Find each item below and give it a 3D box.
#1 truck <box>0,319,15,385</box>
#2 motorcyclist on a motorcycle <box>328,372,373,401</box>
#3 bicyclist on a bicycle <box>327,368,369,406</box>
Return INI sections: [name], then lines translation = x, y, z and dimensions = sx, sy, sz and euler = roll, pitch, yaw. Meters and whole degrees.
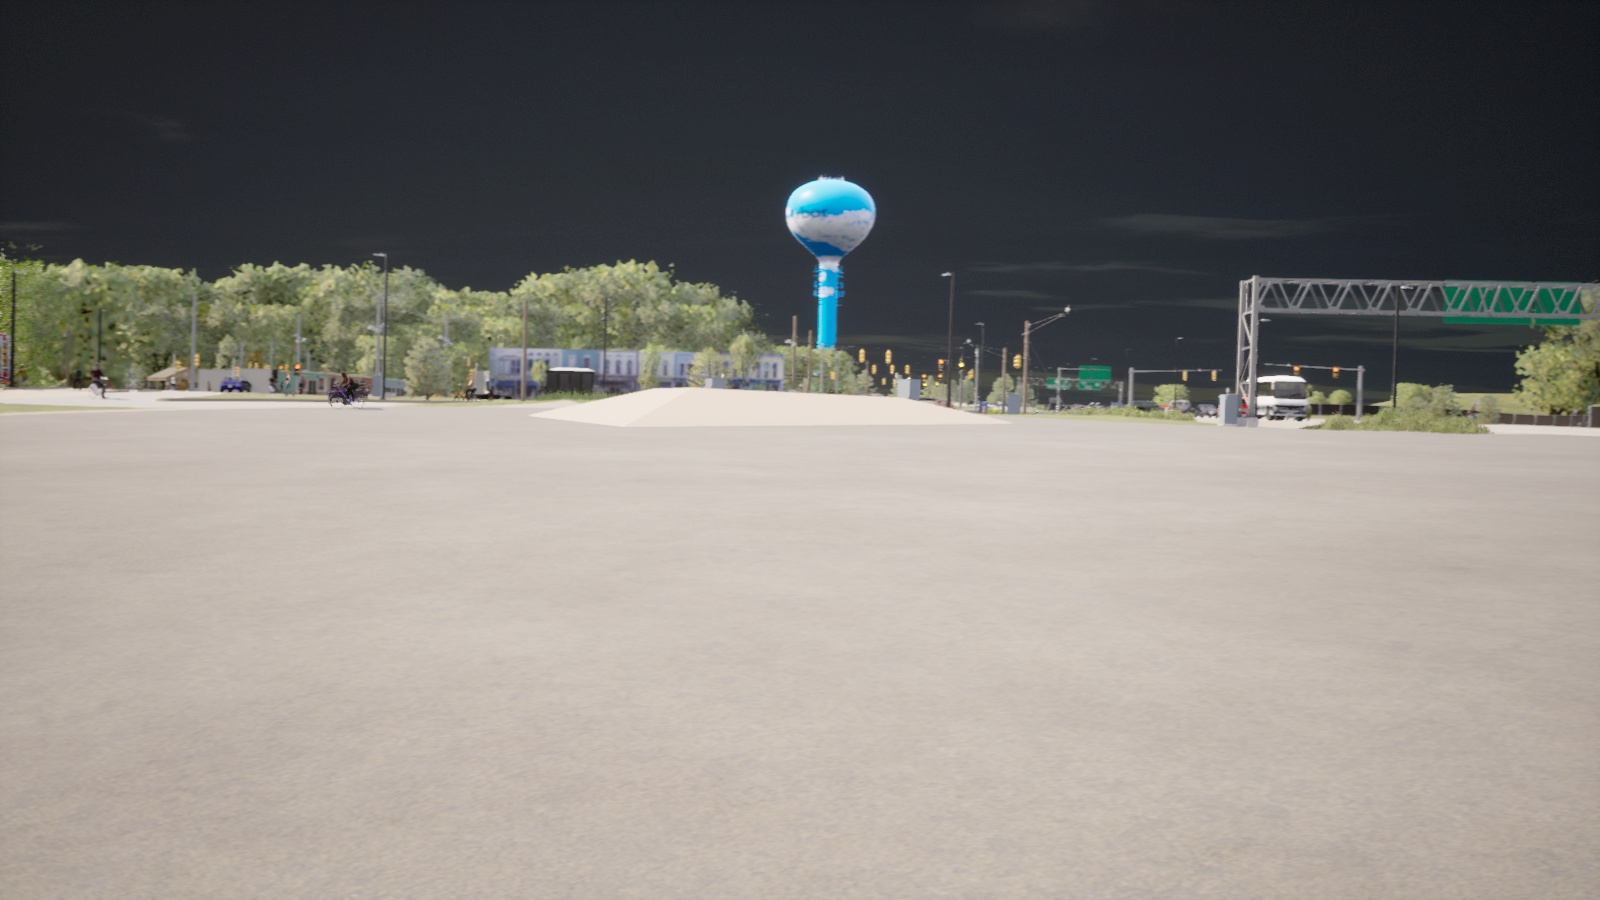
[truck]
translation = -51.333, -5.872, 75.429
dimensions = 8.468, 3.827, 2.891
euler = 1, 1, 25
[motorcyclist on a motorcycle]
translation = -25.720, -3.642, 71.887
dimensions = 2.191, 1.530, 0.866
euler = 2, 1, -3
[bicyclist on a bicycle]
translation = -19.419, -2.704, 53.974
dimensions = 0.582, 1.620, 1.656
euler = 6, 6, 39
